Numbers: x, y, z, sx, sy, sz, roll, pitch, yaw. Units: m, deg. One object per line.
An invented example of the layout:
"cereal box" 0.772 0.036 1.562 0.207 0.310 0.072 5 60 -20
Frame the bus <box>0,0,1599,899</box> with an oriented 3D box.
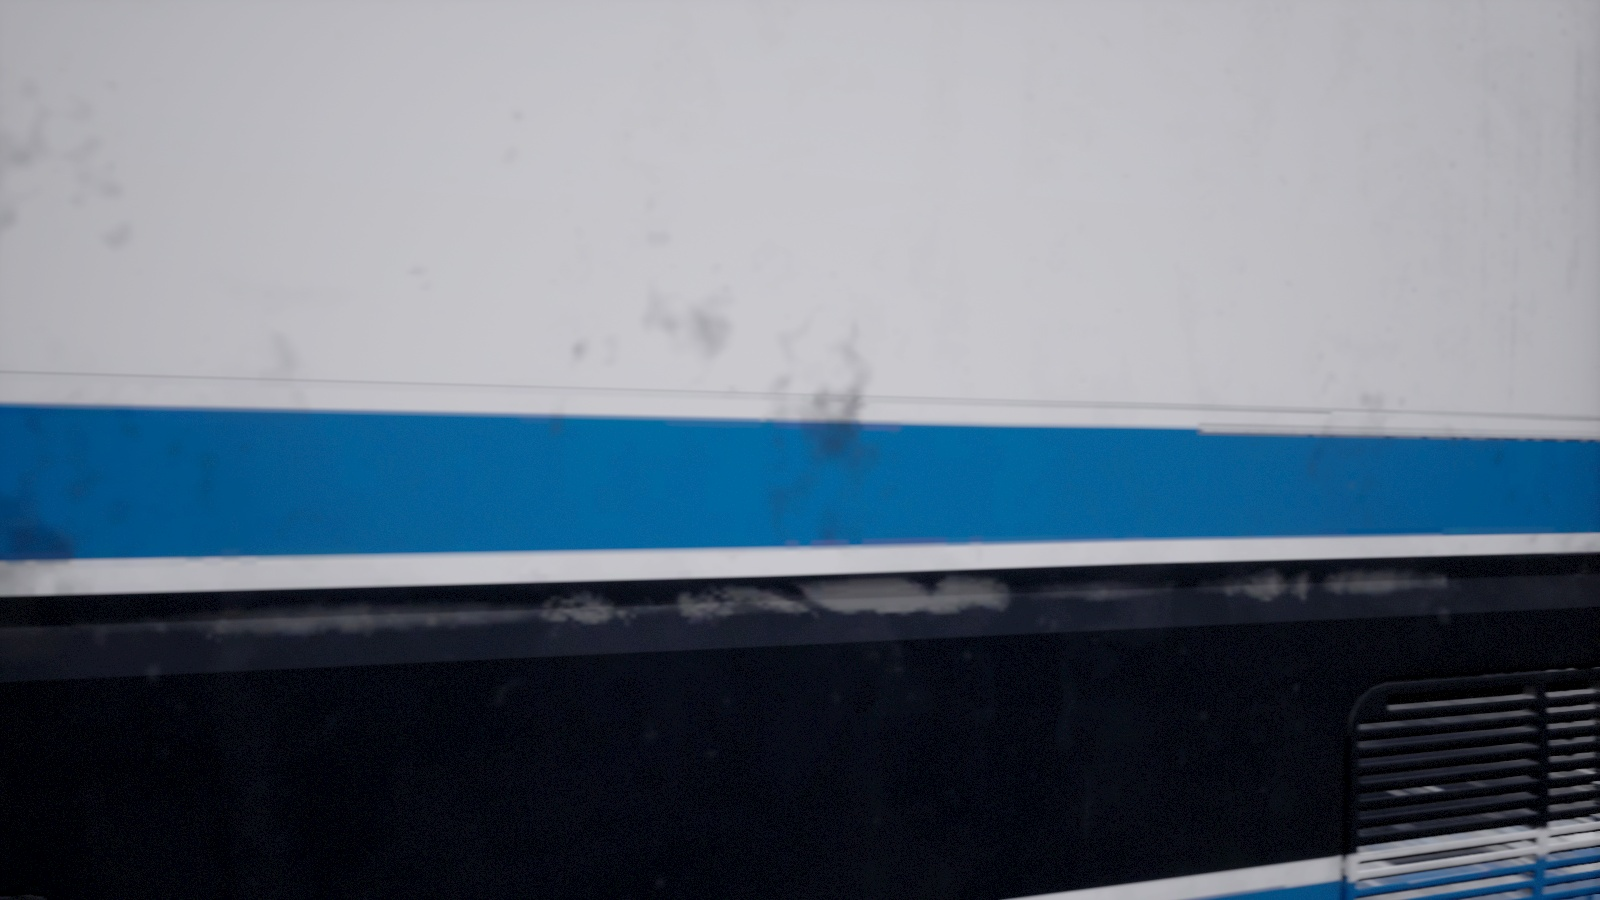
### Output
"bus" 0.075 -0.635 3.252 10.273 4.253 3.944 -1 1 -21
